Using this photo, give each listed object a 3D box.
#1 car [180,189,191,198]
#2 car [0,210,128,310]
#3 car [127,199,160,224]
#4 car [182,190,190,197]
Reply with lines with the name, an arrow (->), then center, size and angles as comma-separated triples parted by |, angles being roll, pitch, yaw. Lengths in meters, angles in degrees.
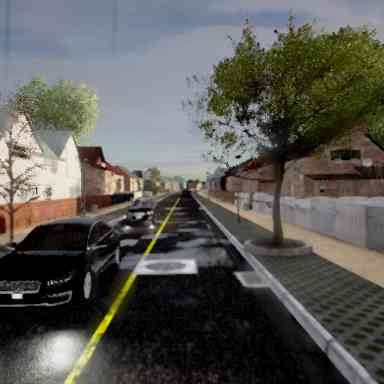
car -> -1.365, 0.280, 71.719 | 2.150, 2.045, 5.566 | -1, 1, -1
car -> -2.982, 1.434, 8.013 | 1.837, 1.490, 4.892 | -1, 2, -1
car -> -3.246, 1.235, 22.641 | 2.128, 1.511, 4.902 | -1, 1, -1
car -> -1.571, 0.277, 82.447 | 1.882, 1.535, 5.008 | -1, 1, -1
